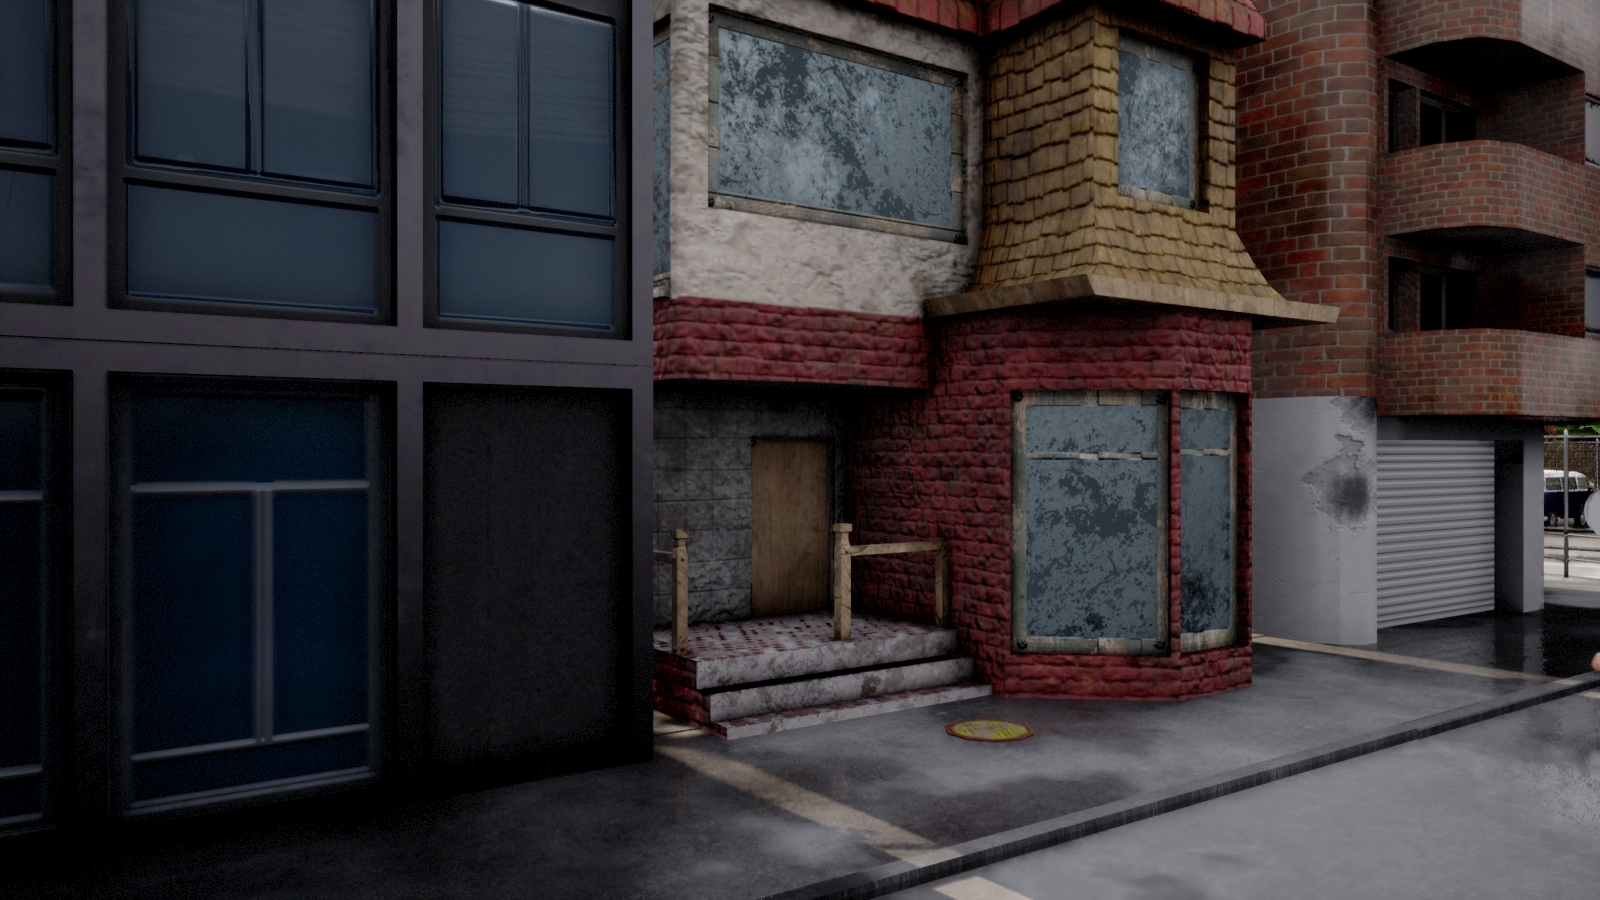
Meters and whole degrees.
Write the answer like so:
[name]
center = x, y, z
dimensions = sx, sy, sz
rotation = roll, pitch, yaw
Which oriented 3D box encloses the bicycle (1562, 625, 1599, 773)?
[bicycle]
center = 7.077, 2.031, 9.408
dimensions = 1.487, 1.080, 0.859
rotation = 0, 0, -36
